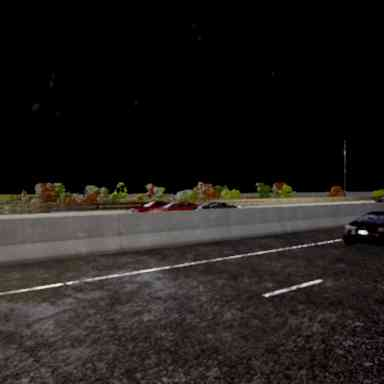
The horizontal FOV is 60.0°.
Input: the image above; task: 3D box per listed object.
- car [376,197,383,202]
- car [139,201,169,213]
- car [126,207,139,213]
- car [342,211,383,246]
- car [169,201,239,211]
[{"bbox_3d":[30.559,1.307,51.484,5.357,1.411,2.033,0,0,-35],"label":"car"},{"bbox_3d":[-1.094,1.419,24.705,5.008,1.535,1.882,0,0,-35],"label":"car"},{"bbox_3d":[-3.139,1.467,27.544,4.674,1.442,1.812,0,0,-35],"label":"car"},{"bbox_3d":[8.150,1.500,13.856,4.181,1.385,1.994,0,0,-35],"label":"car"},{"bbox_3d":[1.198,1.445,22.040,4.892,1.490,1.837,0,0,-35],"label":"car"}]
